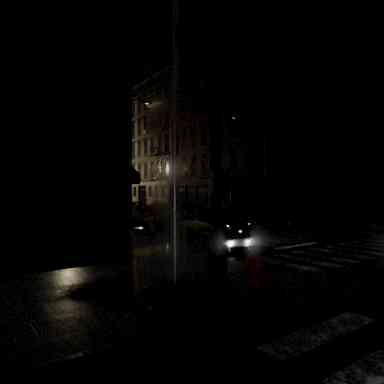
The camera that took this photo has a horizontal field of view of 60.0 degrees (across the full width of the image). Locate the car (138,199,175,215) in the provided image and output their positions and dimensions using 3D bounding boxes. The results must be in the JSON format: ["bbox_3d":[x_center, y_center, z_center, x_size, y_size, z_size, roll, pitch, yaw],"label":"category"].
[{"bbox_3d":[-3.811,1.529,34.867,1.752,1.417,4.829,0,0,-35],"label":"car"}]

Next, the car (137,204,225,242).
[{"bbox_3d":[-0.741,1.555,16.715,1.752,1.417,4.829,0,0,-35],"label":"car"}]

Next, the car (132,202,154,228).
[{"bbox_3d":[-3.978,1.585,21.264,2.008,1.369,4.403,0,0,-35],"label":"car"}]

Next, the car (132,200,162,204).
[{"bbox_3d":[-4.771,1.517,26.755,2.128,1.511,4.902,0,0,-35],"label":"car"}]

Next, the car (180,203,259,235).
[{"bbox_3d":[0.984,1.565,18.713,2.033,1.411,5.357,0,0,-32],"label":"car"}]

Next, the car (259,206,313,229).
[{"bbox_3d":[5.704,1.558,21.500,1.947,1.339,4.313,0,0,-35],"label":"car"}]

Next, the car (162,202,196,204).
[{"bbox_3d":[-0.573,1.566,30.319,1.947,1.339,4.313,0,0,-35],"label":"car"}]

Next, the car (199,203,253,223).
[{"bbox_3d":[2.565,1.578,25.910,1.802,1.307,4.206,0,0,-35],"label":"car"}]
